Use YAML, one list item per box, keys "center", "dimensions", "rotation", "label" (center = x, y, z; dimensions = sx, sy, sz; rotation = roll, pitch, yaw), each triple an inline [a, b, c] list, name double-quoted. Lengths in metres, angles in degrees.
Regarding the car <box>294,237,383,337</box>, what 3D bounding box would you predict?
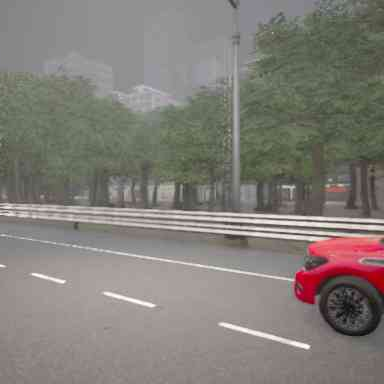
- center: [4.460, 1.223, 4.986]
  dimensions: [5.566, 2.045, 2.150]
  rotation: [0, 0, 35]
  label: "car"
